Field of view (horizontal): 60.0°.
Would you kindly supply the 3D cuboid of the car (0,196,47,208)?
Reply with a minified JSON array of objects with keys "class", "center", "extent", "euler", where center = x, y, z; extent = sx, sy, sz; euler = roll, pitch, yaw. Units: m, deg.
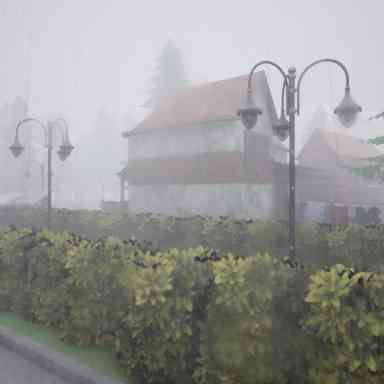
[{"class":"car","center":[-16.078,1.384,30.863],"extent":[2.150,2.045,5.566],"euler":[0,0,36]}]

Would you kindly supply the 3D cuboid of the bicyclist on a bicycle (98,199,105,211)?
[{"class":"bicyclist on a bicycle","center":[-7.842,1.463,29.529],"extent":[1.656,1.620,0.582],"euler":[0,0,36]}]

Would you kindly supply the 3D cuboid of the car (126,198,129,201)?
[{"class":"car","center":[-7.509,1.518,42.542],"extent":[2.097,1.767,4.553],"euler":[0,0,38]}]
